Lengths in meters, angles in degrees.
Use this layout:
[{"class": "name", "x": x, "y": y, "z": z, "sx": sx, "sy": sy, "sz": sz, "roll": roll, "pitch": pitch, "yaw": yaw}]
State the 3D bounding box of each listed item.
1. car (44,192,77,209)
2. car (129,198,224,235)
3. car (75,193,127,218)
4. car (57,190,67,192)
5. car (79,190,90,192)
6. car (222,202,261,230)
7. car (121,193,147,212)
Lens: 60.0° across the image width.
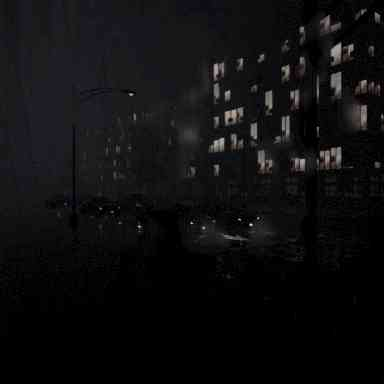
[{"class": "car", "x": -13.255, "y": 0.947, "z": 33.186, "sx": 1.994, "sy": 1.385, "sz": 4.181, "roll": 0, "pitch": 1, "yaw": -38}, {"class": "car", "x": -1.040, "y": 1.292, "z": 17.663, "sx": 2.033, "sy": 1.411, "sz": 5.357, "roll": 0, "pitch": 1, "yaw": -38}, {"class": "car", "x": -7.054, "y": 1.092, "z": 25.288, "sx": 1.812, "sy": 1.442, "sz": 4.674, "roll": 0, "pitch": 1, "yaw": -38}, {"class": "car", "x": -25.424, "y": 0.299, "z": 64.814, "sx": 1.812, "sy": 1.442, "sz": 4.674, "roll": 0, "pitch": 1, "yaw": -38}, {"class": "car", "x": -18.092, "y": 0.485, "z": 55.463, "sx": 2.128, "sy": 1.511, "sz": 4.902, "roll": 0, "pitch": 1, "yaw": -38}, {"class": "car", "x": 1.566, "y": 1.289, "z": 19.662, "sx": 2.033, "sy": 1.411, "sz": 5.357, "roll": 0, "pitch": 1, "yaw": -36}, {"class": "car", "x": -4.625, "y": 0.911, "z": 27.462, "sx": 2.097, "sy": 1.767, "sz": 4.553, "roll": 0, "pitch": 1, "yaw": -38}]
